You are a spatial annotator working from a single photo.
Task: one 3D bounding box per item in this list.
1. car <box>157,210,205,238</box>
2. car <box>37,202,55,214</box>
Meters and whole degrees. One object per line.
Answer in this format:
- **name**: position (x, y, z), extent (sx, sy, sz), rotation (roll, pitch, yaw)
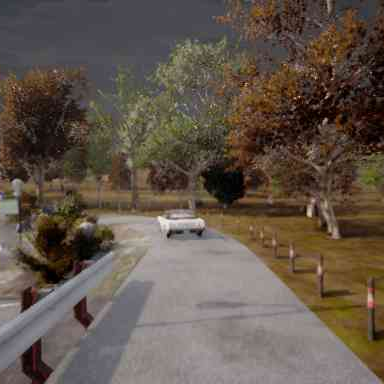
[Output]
- **car**: position (-0.767, 1.622, 18.166), extent (1.895, 1.301, 4.718), rotation (-1, 0, -13)
- **car**: position (-12.190, 1.562, 30.358), extent (4.674, 1.442, 1.812), rotation (0, 4, 25)
